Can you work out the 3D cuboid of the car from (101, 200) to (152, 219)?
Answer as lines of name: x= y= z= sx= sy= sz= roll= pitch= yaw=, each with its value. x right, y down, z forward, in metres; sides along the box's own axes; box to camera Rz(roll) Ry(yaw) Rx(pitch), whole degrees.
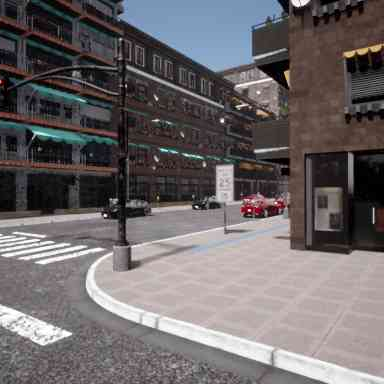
car: x=-4.932 y=1.264 z=25.524 sx=1.947 sy=1.339 sz=4.313 roll=1 pitch=1 yaw=35

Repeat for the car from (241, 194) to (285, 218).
car: x=5.322 y=1.118 z=25.162 sx=1.887 sy=1.381 sz=4.507 roll=1 pitch=1 yaw=35

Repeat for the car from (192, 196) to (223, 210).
car: x=1.707 y=1.081 z=34.700 sx=1.947 sy=1.339 sz=4.313 roll=1 pitch=1 yaw=35

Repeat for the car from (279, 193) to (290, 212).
car: x=8.531 y=1.065 z=29.827 sx=1.802 sy=1.307 sz=4.206 roll=1 pitch=1 yaw=35
